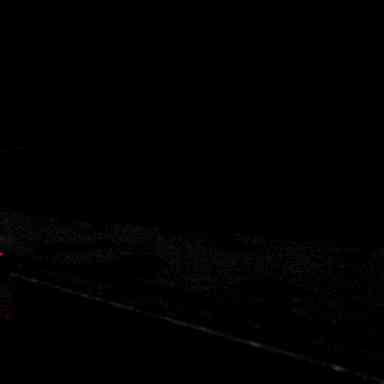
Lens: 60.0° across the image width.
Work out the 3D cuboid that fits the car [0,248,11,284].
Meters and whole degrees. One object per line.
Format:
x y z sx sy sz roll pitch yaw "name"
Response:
-6.329 1.551 8.203 4.181 1.385 1.994 0 0 35 "car"
